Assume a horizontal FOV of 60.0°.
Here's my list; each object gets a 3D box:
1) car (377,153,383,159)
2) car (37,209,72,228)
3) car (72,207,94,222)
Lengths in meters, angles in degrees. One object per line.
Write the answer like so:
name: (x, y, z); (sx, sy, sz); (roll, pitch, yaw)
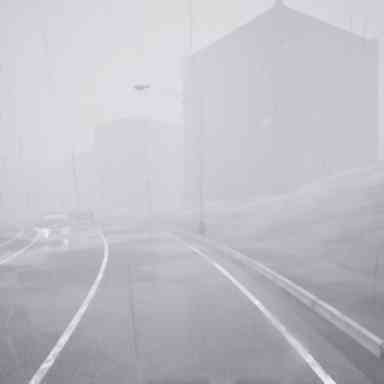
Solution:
car: (33.591, -5.797, 56.432); (2.002, 1.452, 4.674); (0, 1, 10)
car: (-12.034, 2.236, 28.800); (1.812, 1.442, 4.674); (-2, -1, -31)
car: (-11.777, 2.346, 35.056); (1.812, 1.442, 4.674); (-2, -1, -36)
